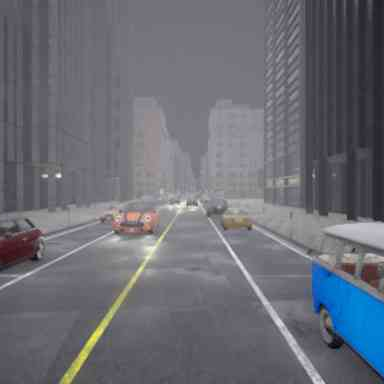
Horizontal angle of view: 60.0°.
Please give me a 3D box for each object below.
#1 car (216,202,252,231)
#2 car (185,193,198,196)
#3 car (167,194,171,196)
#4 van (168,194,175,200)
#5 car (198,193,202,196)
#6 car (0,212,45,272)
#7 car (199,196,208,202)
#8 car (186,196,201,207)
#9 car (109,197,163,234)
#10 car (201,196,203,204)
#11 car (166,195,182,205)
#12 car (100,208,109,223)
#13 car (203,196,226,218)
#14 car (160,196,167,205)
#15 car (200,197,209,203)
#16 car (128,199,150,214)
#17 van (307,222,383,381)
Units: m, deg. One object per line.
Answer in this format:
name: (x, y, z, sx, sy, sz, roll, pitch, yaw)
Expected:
car: (2.671, 1.562, 20.841, 1.752, 1.417, 4.829, 0, 0, 1)
car: (0.015, 1.495, 71.784, 2.033, 1.411, 5.357, 0, 0, 0)
car: (-5.845, 1.545, 65.774, 1.967, 1.590, 4.097, 0, 0, 0)
van: (-5.839, 1.452, 93.975, 1.690, 1.788, 3.998, 0, 0, 0)
car: (2.681, 1.544, 65.747, 1.967, 1.590, 4.097, 0, 0, 0)
car: (-5.857, 1.452, 9.373, 1.967, 1.590, 4.097, 0, 0, 0)
car: (2.684, 1.652, 77.026, 1.887, 1.381, 4.507, 0, 0, 0)
car: (0.036, 1.698, 52.987, 1.895, 1.301, 4.718, 0, 0, 1)
car: (-3.095, 1.384, 19.356, 2.097, 1.767, 4.553, 0, 0, 0)
car: (2.679, 1.649, 54.469, 2.008, 1.369, 4.403, 0, 0, 0)
car: (-3.031, 1.703, 59.829, 1.895, 1.301, 4.718, 0, 0, 1)
car: (-5.861, 1.574, 26.089, 1.752, 1.417, 4.829, 0, 0, 1)
car: (2.394, 1.415, 31.346, 2.097, 1.767, 4.553, 0, 0, 0)
car: (-5.846, 1.684, 60.133, 1.802, 1.307, 4.206, 0, 0, 0)
car: (2.682, 1.688, 71.387, 1.802, 1.307, 4.206, 0, 0, 0)
car: (-5.852, 1.600, 37.402, 1.752, 1.417, 4.829, 0, 0, 0)
van: (2.667, 1.345, 3.717, 1.690, 1.788, 3.998, 0, 0, 0)
